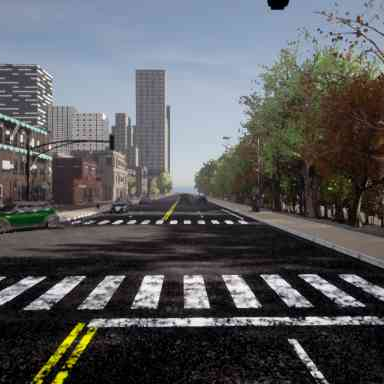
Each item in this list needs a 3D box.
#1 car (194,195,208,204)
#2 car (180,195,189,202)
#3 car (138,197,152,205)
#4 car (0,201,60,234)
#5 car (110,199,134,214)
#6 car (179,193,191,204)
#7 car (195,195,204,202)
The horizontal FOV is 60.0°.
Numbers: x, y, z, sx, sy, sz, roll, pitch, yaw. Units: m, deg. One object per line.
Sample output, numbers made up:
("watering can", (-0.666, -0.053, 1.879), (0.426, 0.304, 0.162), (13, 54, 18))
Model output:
("car", (1.891, 1.454, 62.864), (1.882, 1.535, 5.008), (0, 0, -1))
("car", (-1.703, 1.447, 74.225), (1.882, 1.535, 5.008), (0, 0, -1))
("car", (-7.895, 1.527, 56.543), (2.033, 1.411, 5.357), (0, 0, -1))
("car", (-10.181, 1.370, 19.363), (2.097, 1.767, 4.553), (-2, 0, 36))
("car", (-7.422, 1.480, 35.446), (2.128, 1.511, 4.902), (0, 0, -1))
("car", (-1.376, 1.197, 63.643), (2.150, 2.045, 5.566), (0, 0, -1))
("car", (1.555, 1.471, 72.970), (1.837, 1.490, 4.892), (0, 0, -1))
